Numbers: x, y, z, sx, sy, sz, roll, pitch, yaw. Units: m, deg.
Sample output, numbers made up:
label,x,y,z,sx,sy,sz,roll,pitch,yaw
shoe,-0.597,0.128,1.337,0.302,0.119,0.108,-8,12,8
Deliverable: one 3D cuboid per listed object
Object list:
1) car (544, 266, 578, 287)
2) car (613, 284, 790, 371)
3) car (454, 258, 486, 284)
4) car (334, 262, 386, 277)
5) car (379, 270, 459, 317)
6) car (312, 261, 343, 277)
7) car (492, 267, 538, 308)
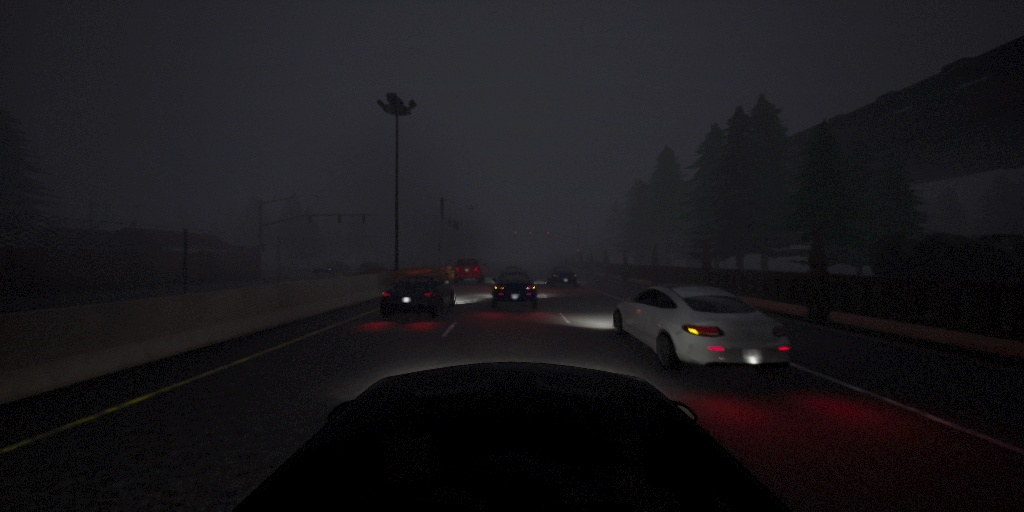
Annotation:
label,x,y,z,sx,sy,sz,roll,pitch,yaw
car,3.594,1.443,26.253,1.812,1.442,4.674,0,0,0
car,3.599,1.317,7.669,1.812,1.442,4.674,0,0,0
car,-3.417,1.162,29.574,2.150,2.045,5.566,0,0,0
car,-10.579,1.409,26.200,2.128,1.511,4.902,0,0,0
car,-3.402,1.394,13.549,1.994,1.385,4.181,0,0,0
car,-17.521,1.172,35.245,2.033,1.411,5.357,0,0,-3
car,0.092,1.372,15.636,1.812,1.442,4.674,0,-1,0
